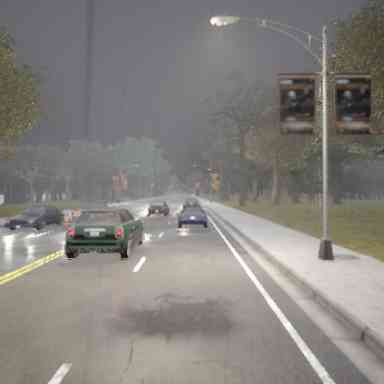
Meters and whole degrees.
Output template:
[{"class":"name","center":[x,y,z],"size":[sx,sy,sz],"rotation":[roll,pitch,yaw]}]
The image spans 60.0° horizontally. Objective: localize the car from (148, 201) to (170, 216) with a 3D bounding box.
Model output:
[{"class":"car","center":[-3.265,1.612,33.123],"size":[1.812,1.442,4.674],"rotation":[0,0,0]}]

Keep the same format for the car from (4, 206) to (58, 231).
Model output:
[{"class":"car","center":[-9.880,1.602,21.559],"size":[2.033,1.411,5.357],"rotation":[0,0,0]}]

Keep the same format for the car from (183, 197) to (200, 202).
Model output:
[{"class":"car","center":[-0.074,1.462,41.106],"size":[2.097,1.767,4.553],"rotation":[0,0,0]}]

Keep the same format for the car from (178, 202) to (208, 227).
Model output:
[{"class":"car","center":[0.040,1.622,23.229],"size":[1.994,1.385,4.181],"rotation":[0,0,0]}]

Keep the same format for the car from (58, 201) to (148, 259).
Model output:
[{"class":"car","center":[-3.173,1.383,12.946],"size":[2.097,1.767,4.553],"rotation":[0,0,0]}]
